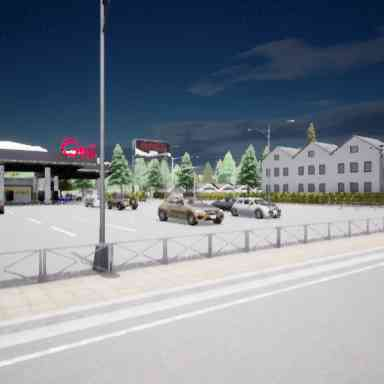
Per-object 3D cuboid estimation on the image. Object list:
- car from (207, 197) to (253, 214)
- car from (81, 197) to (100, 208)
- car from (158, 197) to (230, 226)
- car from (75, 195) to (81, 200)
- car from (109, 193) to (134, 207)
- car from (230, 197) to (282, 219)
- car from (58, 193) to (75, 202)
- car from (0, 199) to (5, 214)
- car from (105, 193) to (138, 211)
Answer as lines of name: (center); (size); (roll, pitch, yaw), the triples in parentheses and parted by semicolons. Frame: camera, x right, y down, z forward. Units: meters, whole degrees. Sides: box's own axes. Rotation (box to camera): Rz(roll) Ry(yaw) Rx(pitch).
car: (3.685, 1.278, 32.954); (2.007, 1.523, 4.514); (0, 0, -36)
car: (-12.735, 1.338, 43.953); (1.970, 1.475, 3.806); (0, 0, -36)
car: (-0.238, 1.133, 21.098); (2.152, 1.636, 5.027); (0, 0, -36)
car: (-28.733, 1.288, 80.510); (3.866, 1.878, 1.905); (0, 0, -36)
car: (-9.674, 1.055, 45.386); (1.905, 1.878, 3.866); (0, 0, -36)
car: (4.798, 1.212, 25.089); (1.970, 1.475, 3.806); (0, 0, -36)
car: (-28.976, 1.455, 73.382); (4.611, 1.667, 2.242); (0, 0, -36)
car: (-18.333, 1.274, 30.417); (2.007, 1.523, 4.514); (0, 0, -36)
car: (-7.780, 1.075, 37.072); (1.932, 1.855, 4.605); (0, 0, -36)
